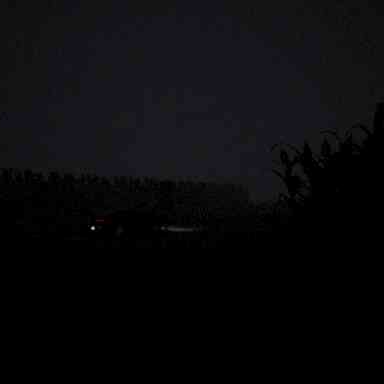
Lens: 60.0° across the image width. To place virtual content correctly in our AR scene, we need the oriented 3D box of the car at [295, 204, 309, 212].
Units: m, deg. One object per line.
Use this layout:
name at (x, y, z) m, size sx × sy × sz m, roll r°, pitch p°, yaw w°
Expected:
car at (14.663, 2.226, 44.311) m, size 1.895 × 1.301 × 4.718 m, roll 0°, pitch -1°, yaw 37°

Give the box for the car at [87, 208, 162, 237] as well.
car at (-3.786, 1.692, 19.518) m, size 1.837 × 1.490 × 4.892 m, roll 0°, pitch -1°, yaw 37°
